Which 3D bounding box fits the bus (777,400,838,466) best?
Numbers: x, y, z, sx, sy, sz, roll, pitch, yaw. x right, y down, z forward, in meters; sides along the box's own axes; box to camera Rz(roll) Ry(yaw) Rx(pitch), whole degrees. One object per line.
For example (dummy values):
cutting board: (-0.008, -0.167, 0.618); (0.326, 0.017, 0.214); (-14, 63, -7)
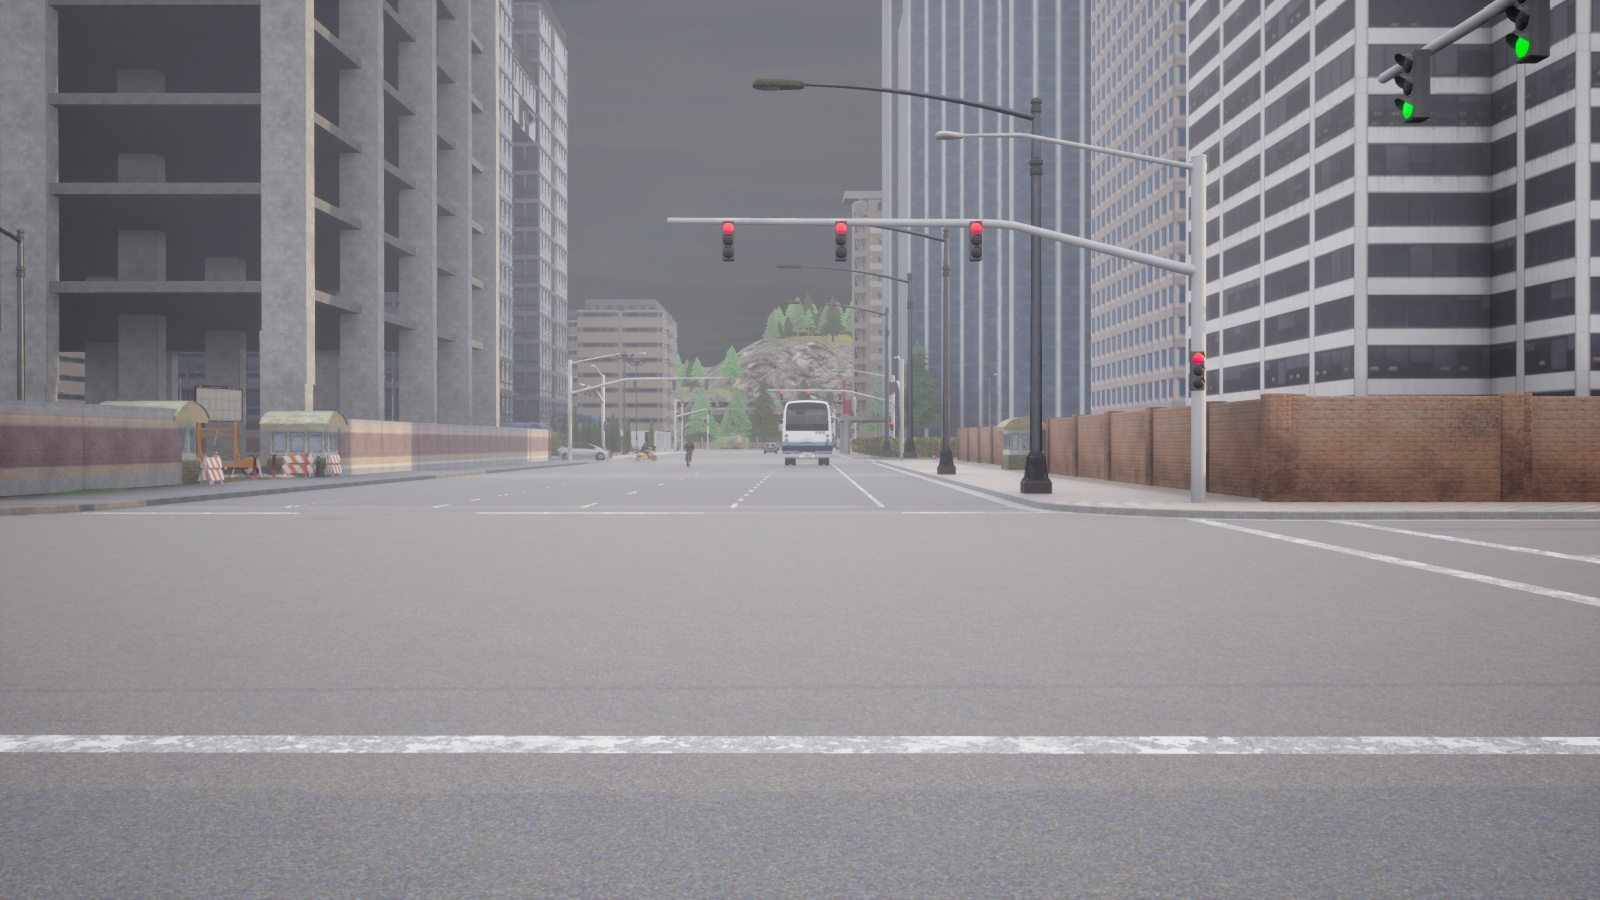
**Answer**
bus: (0.487, -1.117, 86.421); (3.944, 4.253, 10.273); (0, 0, 0)
